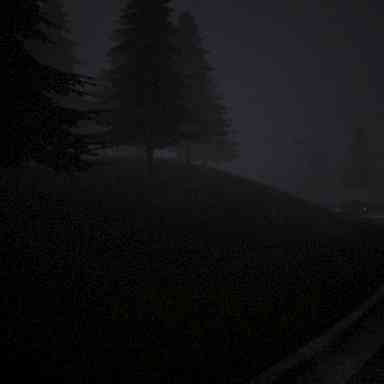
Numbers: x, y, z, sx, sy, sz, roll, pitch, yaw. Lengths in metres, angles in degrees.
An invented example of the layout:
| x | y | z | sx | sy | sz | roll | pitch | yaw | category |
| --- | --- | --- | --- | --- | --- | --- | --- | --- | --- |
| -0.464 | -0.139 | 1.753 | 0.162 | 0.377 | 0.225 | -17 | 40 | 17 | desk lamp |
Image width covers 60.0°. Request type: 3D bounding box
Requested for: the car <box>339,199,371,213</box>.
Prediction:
| x | y | z | sx | sy | sz | roll | pitch | yaw | category |
| --- | --- | --- | --- | --- | --- | --- | --- | --- | --- |
| 18.972 | 1.597 | 38.943 | 1.837 | 1.490 | 4.892 | 0 | 0 | 0 | car |
